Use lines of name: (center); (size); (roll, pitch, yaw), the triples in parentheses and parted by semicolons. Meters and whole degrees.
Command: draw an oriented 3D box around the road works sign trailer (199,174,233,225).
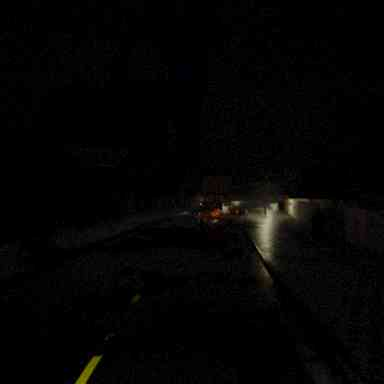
road works sign trailer: (1.854, 0.516, 24.419); (2.380, 3.560, 2.880); (0, 0, 10)

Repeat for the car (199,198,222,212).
car: (2.257, 1.464, 40.045); (2.097, 1.767, 4.553); (0, 0, 14)
